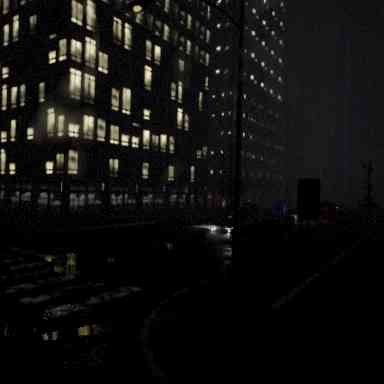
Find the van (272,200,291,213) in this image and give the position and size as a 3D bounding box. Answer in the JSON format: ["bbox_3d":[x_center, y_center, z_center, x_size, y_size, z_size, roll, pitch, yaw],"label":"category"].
[{"bbox_3d":[12.039,1.996,44.677,1.690,1.788,3.998,1,0,34],"label":"van"}]

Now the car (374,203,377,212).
[{"bbox_3d":[28.394,2.783,54.091,1.802,1.307,4.206,1,0,34],"label":"car"}]

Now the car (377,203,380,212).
[{"bbox_3d":[31.530,2.747,58.783,1.967,1.590,4.097,1,0,34],"label":"car"}]

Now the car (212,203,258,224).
[{"bbox_3d":[3.406,1.882,27.071,1.812,1.442,4.674,2,0,34],"label":"car"}]

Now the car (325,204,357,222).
[{"bbox_3d":[15.863,2.341,35.323,1.947,1.339,4.313,1,0,34],"label":"car"}]

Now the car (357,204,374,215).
[{"bbox_3d":[25.262,2.661,49.398,1.947,1.339,4.313,1,0,34],"label":"car"}]

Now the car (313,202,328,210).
[{"bbox_3d":[24.562,2.662,63.439,1.802,1.307,4.206,1,0,34],"label":"car"}]

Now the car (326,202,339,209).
[{"bbox_3d":[30.826,2.858,72.820,1.947,1.339,4.313,1,0,34],"label":"car"}]

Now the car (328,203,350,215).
[{"bbox_3d":[21.615,2.465,48.751,2.128,1.511,4.902,2,0,34],"label":"car"}]

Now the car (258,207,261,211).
[{"bbox_3d":[5.773,1.881,35.295,1.967,1.590,4.097,1,0,34],"label":"car"}]

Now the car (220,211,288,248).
[{"bbox_3d":[3.441,1.900,16.485,2.008,1.369,4.403,1,0,34],"label":"car"}]

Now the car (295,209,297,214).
[{"bbox_3d":[15.552,2.297,45.102,1.812,1.442,4.674,2,0,34],"label":"car"}]

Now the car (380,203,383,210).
[{"bbox_3d":[34.660,2.979,63.474,1.947,1.339,4.313,1,0,34],"label":"car"}]

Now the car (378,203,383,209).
[{"bbox_3d":[47.192,3.380,82.242,1.887,1.381,4.507,1,0,34],"label":"car"}]

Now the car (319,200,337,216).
[{"bbox_3d":[15.606,1.991,39.678,2.150,2.045,5.566,2,0,34],"label":"car"}]
